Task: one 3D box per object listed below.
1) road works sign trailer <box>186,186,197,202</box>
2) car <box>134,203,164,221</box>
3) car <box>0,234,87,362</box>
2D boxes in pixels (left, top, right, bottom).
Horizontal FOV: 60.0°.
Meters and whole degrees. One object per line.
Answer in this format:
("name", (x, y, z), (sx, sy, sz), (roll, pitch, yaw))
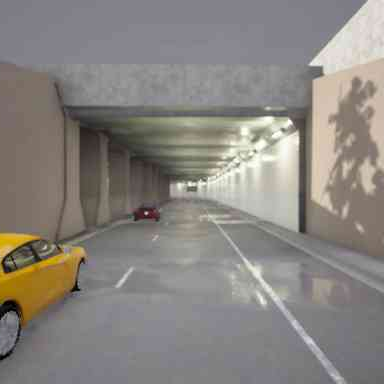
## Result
("road works sign trailer", (-0.016, 0.422, 72.036), (2.380, 3.560, 2.880), (0, 0, 0))
("car", (-3.407, 1.548, 26.829), (1.994, 1.385, 4.181), (0, 0, 0))
("car", (-3.404, 1.474, 5.900), (1.882, 1.535, 5.008), (0, 0, 0))
